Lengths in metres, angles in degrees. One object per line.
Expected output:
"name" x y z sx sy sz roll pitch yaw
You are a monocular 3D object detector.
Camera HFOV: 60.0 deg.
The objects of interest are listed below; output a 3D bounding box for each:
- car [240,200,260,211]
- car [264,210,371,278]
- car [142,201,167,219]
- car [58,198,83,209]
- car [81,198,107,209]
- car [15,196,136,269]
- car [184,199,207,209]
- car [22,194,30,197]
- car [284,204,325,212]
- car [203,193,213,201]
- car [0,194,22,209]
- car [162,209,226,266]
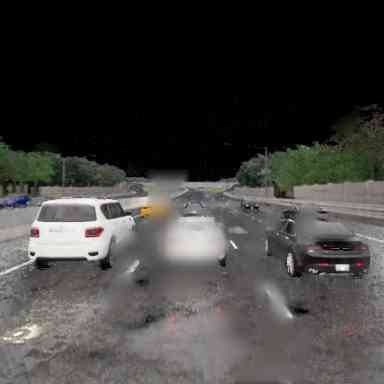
"car" 7.299 1.657 42.596 1.895 1.301 4.718 0 0 1
"car" 3.514 1.510 10.168 1.837 1.490 4.892 0 0 0
"car" -3.298 1.510 29.875 1.882 1.535 5.008 0 0 0
"car" -17.320 1.587 47.521 1.812 1.442 4.674 0 0 1
"car" -13.825 1.609 47.315 2.033 1.411 5.357 0 0 1
"car" -3.383 1.227 11.313 2.150 2.045 5.566 0 0 0
"car" 0.197 1.595 29.089 1.994 1.385 4.181 0 0 0
"car" -20.841 1.410 45.789 2.097 1.767 4.553 0 0 1
"car" 7.107 1.509 21.314 2.128 1.511 4.902 0 0 1
"car" 4.285 1.630 86.348 1.812 1.442 4.674 0 0 1
"car" -24.335 1.282 46.121 2.150 2.045 5.566 0 0 1
"car" 0.119 1.531 11.496 1.812 1.442 4.674 0 0 0
